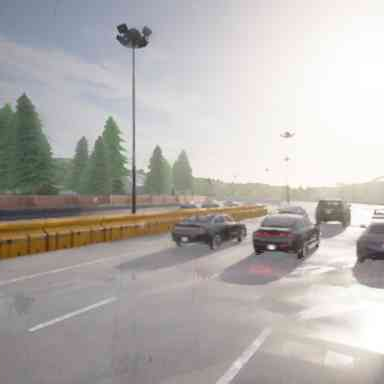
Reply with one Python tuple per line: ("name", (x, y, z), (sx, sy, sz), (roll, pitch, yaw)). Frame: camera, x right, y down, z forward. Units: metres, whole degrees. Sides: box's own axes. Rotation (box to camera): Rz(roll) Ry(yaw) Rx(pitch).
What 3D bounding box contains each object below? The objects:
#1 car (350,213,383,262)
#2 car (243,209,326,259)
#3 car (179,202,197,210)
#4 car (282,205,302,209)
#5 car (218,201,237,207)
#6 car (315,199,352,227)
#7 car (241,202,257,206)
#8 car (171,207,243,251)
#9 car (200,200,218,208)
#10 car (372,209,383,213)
("car", (7.176, 1.699, 12.141), (1.994, 1.385, 4.181), (-1, -1, 31))
("car", (3.987, 1.675, 13.626), (1.837, 1.490, 4.892), (-1, -1, 31))
("car", (-0.708, 2.353, 58.002), (1.994, 1.385, 4.181), (-1, -1, 22))
("car", (8.776, 1.880, 28.953), (1.812, 1.442, 4.674), (-1, -1, 30))
("car", (6.531, 2.252, 57.314), (1.837, 1.490, 4.892), (0, 0, 21))
("car", (10.925, 1.524, 25.676), (2.150, 2.045, 5.566), (-1, -1, 30))
("car", (9.395, 2.306, 55.017), (1.895, 1.301, 4.718), (-1, -1, 22))
("car", (0.944, 1.697, 15.357), (2.128, 1.511, 4.902), (-1, -1, 31))
("car", (3.070, 2.126, 58.049), (2.097, 1.767, 4.553), (-1, -1, 21))
("car", (14.179, 1.869, 24.311), (1.895, 1.301, 4.718), (-1, -1, 30))
